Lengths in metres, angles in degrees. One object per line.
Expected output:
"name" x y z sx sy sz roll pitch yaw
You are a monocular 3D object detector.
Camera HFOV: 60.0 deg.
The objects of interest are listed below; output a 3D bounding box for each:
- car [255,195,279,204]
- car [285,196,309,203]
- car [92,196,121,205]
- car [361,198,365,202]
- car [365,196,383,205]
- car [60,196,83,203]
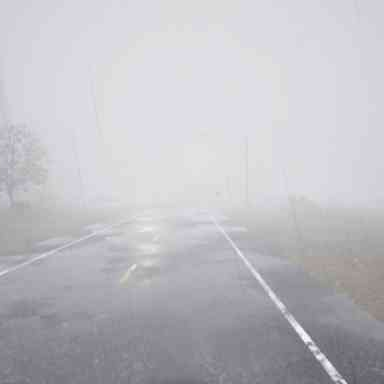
"car" 14.795 1.395 65.284 4.553 1.767 2.097 0 0 -2
"car" 20.649 1.415 65.455 4.553 1.767 2.097 0 0 -2
"car" -14.766 1.452 57.499 4.892 1.490 1.837 0 0 -2
"car" 35.306 1.582 65.881 5.008 1.535 1.882 0 0 -2
"car" 33.971 1.622 58.827 4.902 1.511 2.128 0 0 -2
"car" -23.213 1.449 64.252 4.181 1.385 1.994 0 0 -2
